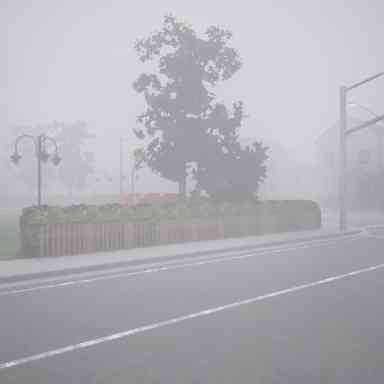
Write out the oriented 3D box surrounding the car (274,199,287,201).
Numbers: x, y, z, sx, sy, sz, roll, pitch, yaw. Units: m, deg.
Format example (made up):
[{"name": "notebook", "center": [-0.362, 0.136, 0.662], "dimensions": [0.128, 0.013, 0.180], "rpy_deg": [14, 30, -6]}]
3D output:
[{"name": "car", "center": [9.490, 1.504, 34.138], "dimensions": [1.837, 1.490, 4.892], "rpy_deg": [0, 0, -35]}]
